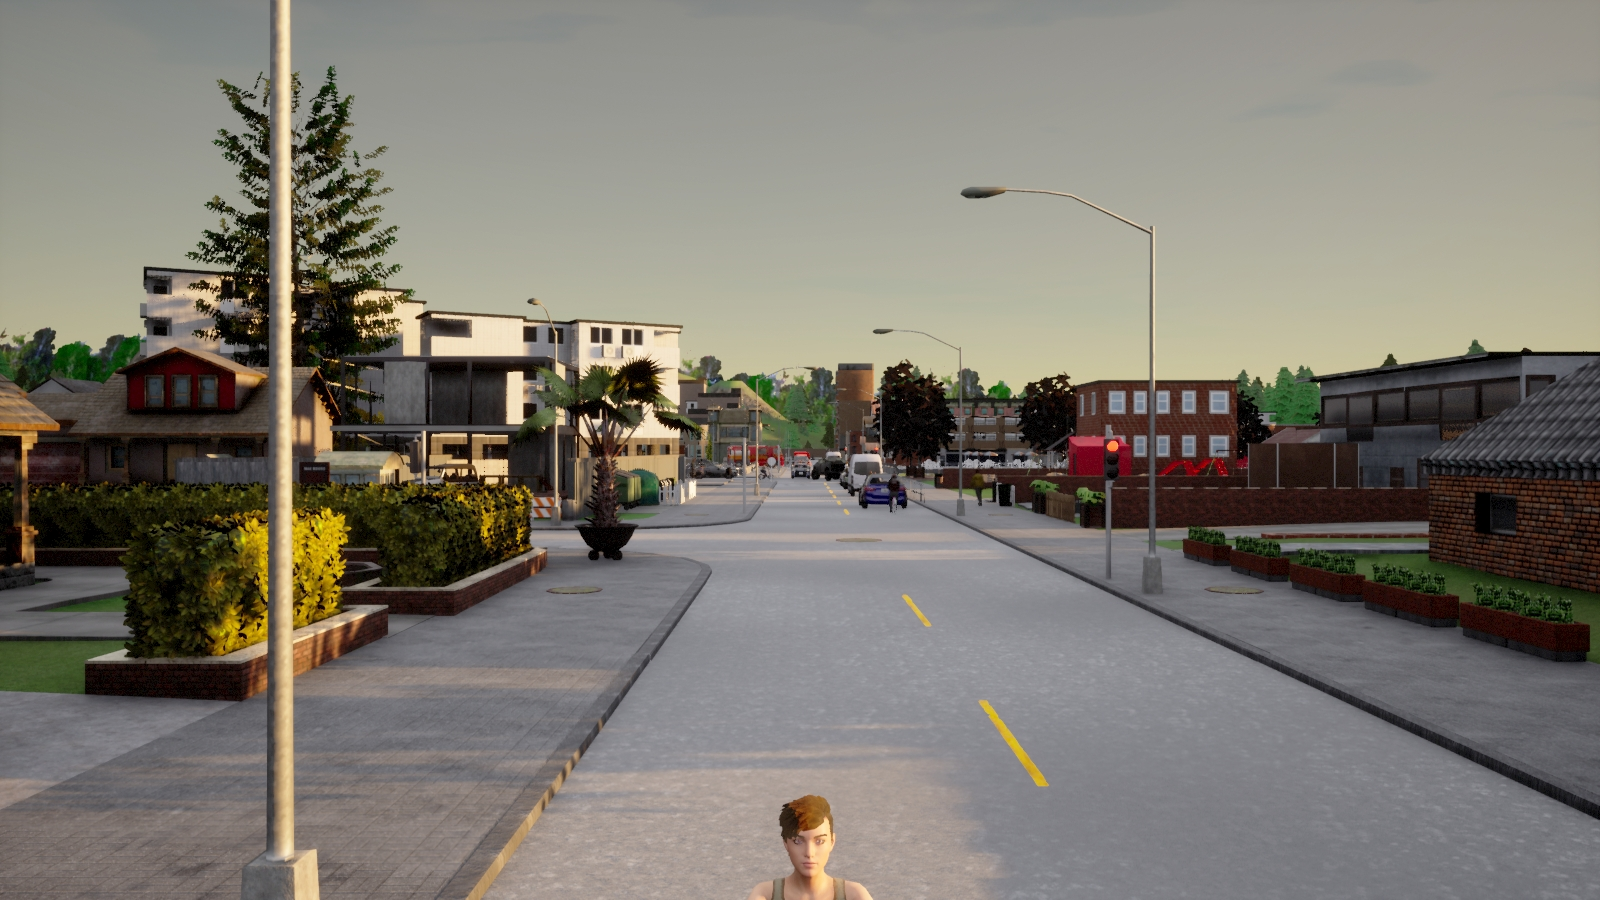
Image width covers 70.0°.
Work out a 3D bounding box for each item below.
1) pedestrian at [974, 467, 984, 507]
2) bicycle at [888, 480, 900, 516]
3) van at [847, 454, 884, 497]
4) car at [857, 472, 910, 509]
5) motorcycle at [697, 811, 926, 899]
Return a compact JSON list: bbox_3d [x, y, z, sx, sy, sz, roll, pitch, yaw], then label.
[{"bbox_3d":[8.394,1.744,53.571,0.375,1.860,0.375,0,0,-2],"label":"pedestrian"},{"bbox_3d":[4.081,2.060,49.698,0.329,1.471,1.835,0,0,0],"label":"bicycle"},{"bbox_3d":[4.045,1.535,71.356,1.988,2.561,5.915,0,0,0],"label":"van"},{"bbox_3d":[4.046,1.967,56.171,2.242,1.667,4.611,0,0,0],"label":"car"},{"bbox_3d":[0.039,2.155,3.558,0.764,1.307,2.356,0,0,0],"label":"motorcycle"}]
